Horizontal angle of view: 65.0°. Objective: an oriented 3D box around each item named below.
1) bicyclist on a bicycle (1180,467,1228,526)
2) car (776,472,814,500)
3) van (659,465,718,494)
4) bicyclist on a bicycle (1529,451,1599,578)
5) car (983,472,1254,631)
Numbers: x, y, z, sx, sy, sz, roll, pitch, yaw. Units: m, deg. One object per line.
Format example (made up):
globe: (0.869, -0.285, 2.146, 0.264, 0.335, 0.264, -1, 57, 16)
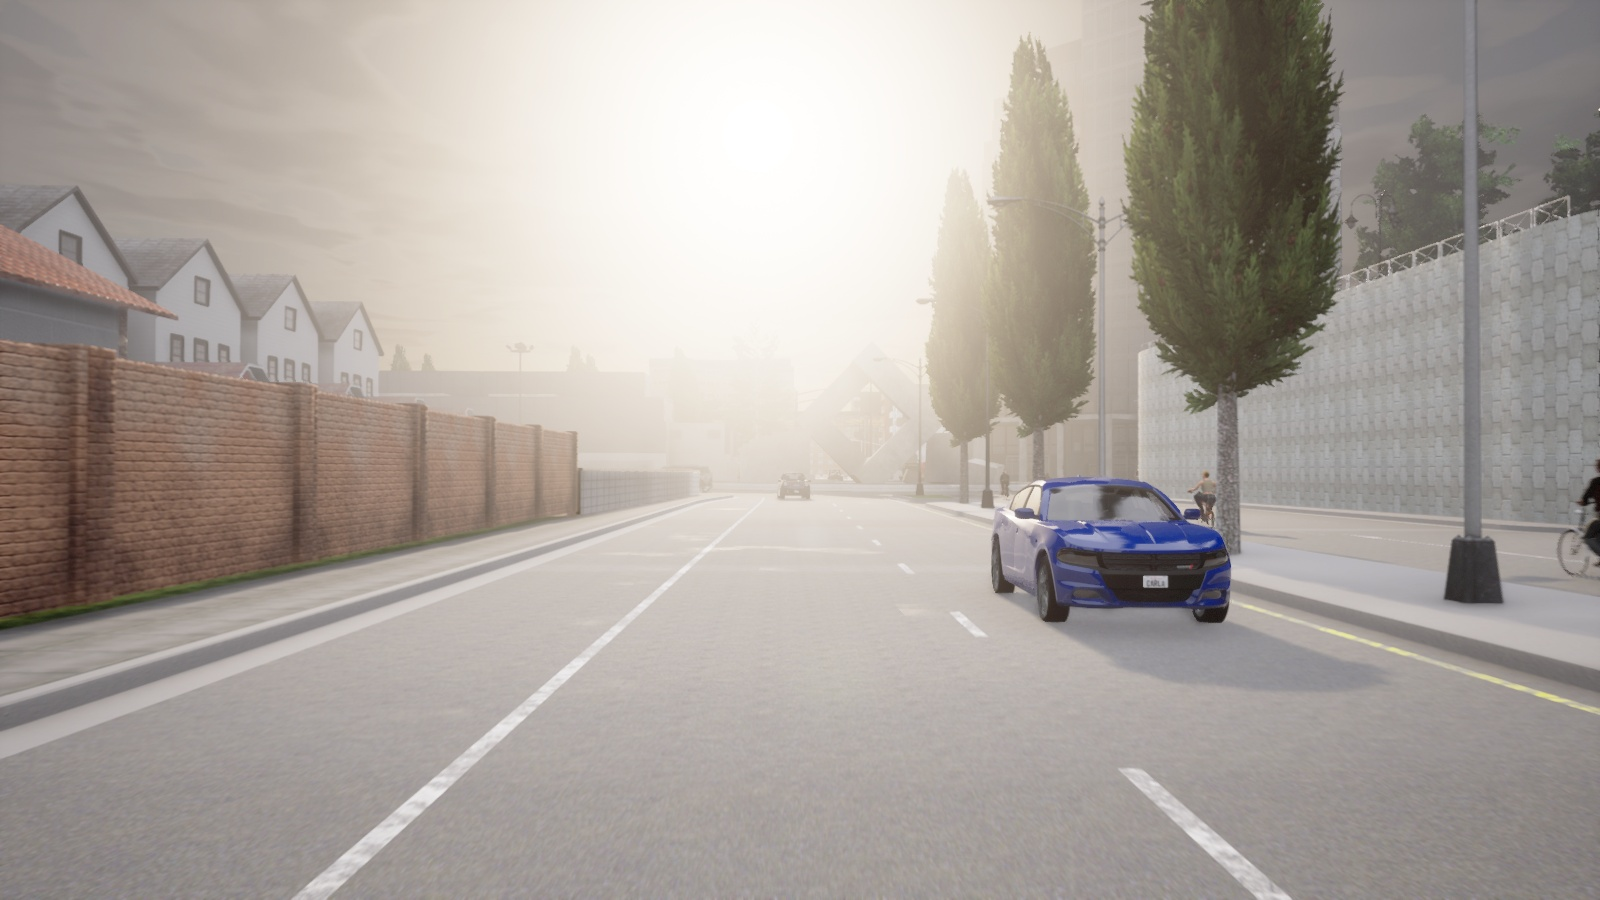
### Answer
bicyclist on a bicycle: (11.405, 1.300, 35.507, 0.866, 1.612, 1.509, 0, -1, 0)
car: (-0.314, 2.009, 70.443, 1.845, 1.501, 3.633, 0, -1, -4)
van: (-7.872, 2.077, 88.313, 1.775, 1.987, 4.442, 1, -1, -43)
bicyclist on a bicycle: (11.453, 0.908, 18.190, 0.659, 1.776, 1.843, -2, -1, 0)
car: (3.464, 1.025, 14.718, 1.882, 1.535, 5.008, 0, -1, 0)
